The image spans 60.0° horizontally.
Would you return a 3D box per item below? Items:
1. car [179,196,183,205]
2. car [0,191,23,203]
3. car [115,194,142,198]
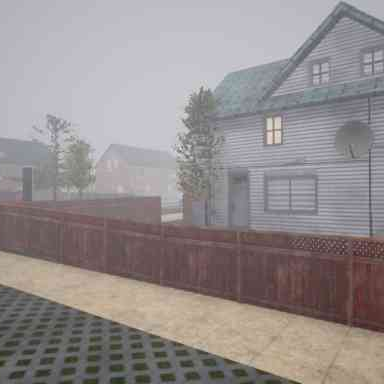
[{"bbox_3d":[0.522,0.570,38.068,2.097,1.767,4.553,-1,1,36],"label":"car"},{"bbox_3d":[-12.699,0.979,19.895,2.150,2.045,5.566,-1,1,38],"label":"car"},{"bbox_3d":[-5.853,0.971,29.202,2.128,1.511,4.902,-1,1,36],"label":"car"}]
